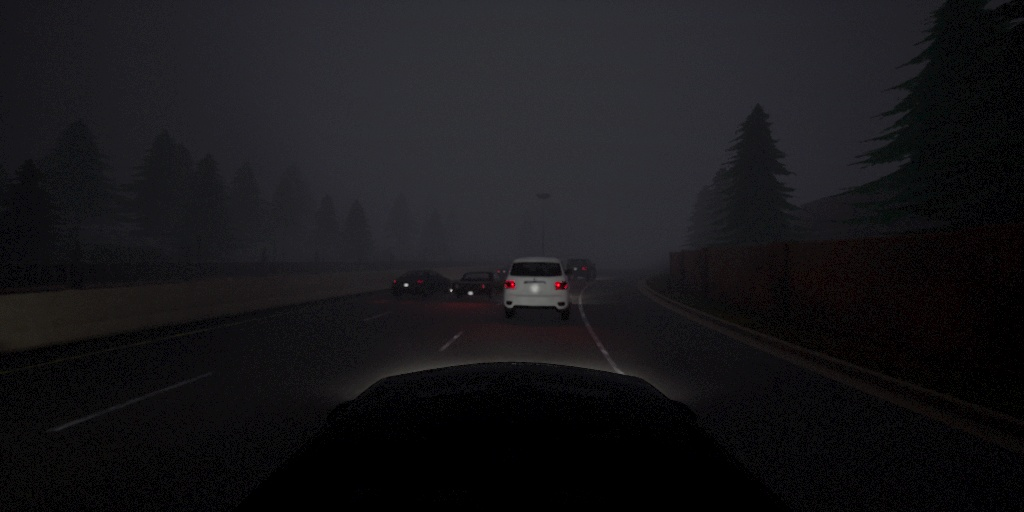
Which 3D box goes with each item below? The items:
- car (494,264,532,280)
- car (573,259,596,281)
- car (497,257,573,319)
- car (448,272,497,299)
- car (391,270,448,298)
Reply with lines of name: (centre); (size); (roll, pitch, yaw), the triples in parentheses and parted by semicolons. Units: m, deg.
car: (0.198, 1.582, 36.936); (2.033, 1.411, 5.357); (0, -1, 22)
car: (6.563, 1.267, 33.979); (2.150, 2.045, 5.566); (0, -1, 22)
car: (1.065, 1.073, 13.543); (2.150, 2.045, 5.566); (0, 0, 8)
car: (-1.528, 1.483, 19.086); (1.895, 1.301, 4.718); (0, 0, 11)
car: (-4.889, 1.433, 19.790); (1.994, 1.385, 4.181); (0, 0, 11)
